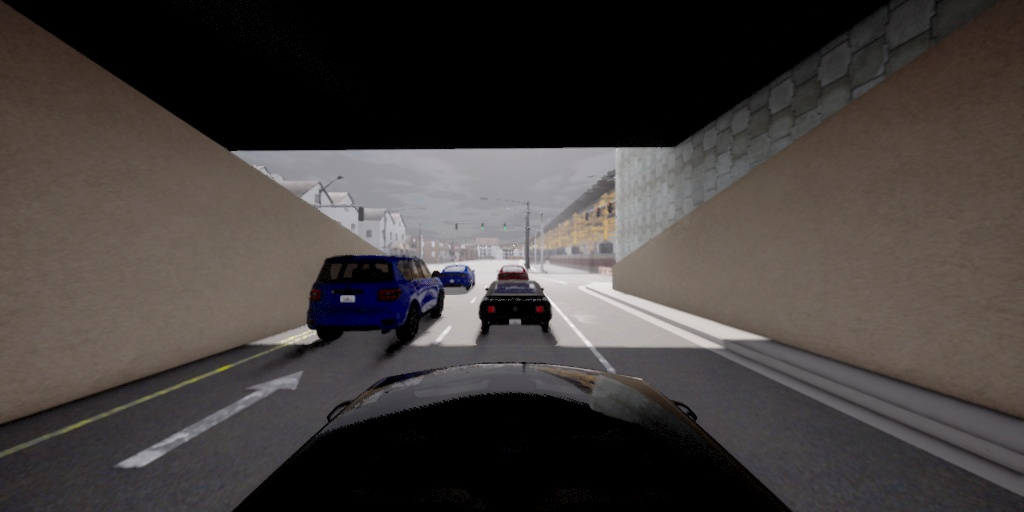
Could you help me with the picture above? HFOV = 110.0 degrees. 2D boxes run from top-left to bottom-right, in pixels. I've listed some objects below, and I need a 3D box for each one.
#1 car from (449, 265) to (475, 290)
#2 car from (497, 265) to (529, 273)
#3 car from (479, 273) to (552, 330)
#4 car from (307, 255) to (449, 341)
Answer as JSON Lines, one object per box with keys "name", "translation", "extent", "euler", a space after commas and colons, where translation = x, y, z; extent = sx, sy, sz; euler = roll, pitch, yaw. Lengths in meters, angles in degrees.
{"name": "car", "translation": [-3.459, 1.300, 23.064], "extent": [1.882, 1.535, 5.008], "euler": [0, 0, 0]}
{"name": "car", "translation": [0.044, 1.299, 22.721], "extent": [1.882, 1.535, 5.008], "euler": [0, 0, 0]}
{"name": "car", "translation": [0.087, 1.383, 11.244], "extent": [1.895, 1.301, 4.718], "euler": [0, 0, 0]}
{"name": "car", "translation": [-3.411, 0.999, 10.111], "extent": [2.150, 2.045, 5.566], "euler": [0, 0, 0]}
